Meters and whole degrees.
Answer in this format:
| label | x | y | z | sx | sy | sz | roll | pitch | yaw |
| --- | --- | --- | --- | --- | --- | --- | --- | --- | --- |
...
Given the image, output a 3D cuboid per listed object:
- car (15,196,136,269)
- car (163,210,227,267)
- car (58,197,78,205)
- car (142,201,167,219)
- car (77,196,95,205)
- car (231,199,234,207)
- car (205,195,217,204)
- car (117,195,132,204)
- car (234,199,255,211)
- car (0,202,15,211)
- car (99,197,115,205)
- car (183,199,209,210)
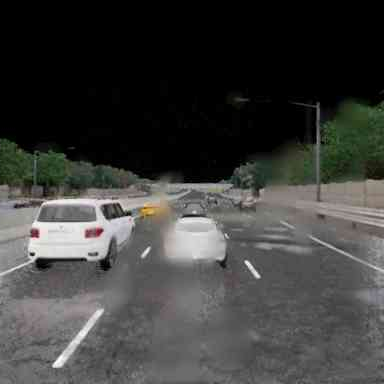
| label | x | y | z | sx | sy | sz | roll | pitch | yaw |
| --- | --- | --- | --- | --- | --- | --- | --- | --- | --- |
| car | -3.381 | 1.240 | 11.309 | 2.150 | 2.045 | 5.566 | 0 | 0 | 0 |
| car | 0.120 | 1.545 | 11.364 | 1.812 | 1.442 | 4.674 | 0 | 0 | 0 |
| car | -24.049 | 1.695 | 64.798 | 2.128 | 1.511 | 4.902 | 0 | 0 | 1 |
| car | -3.295 | 1.532 | 29.793 | 1.882 | 1.535 | 5.008 | 0 | 0 | 0 |
| car | -20.549 | 1.650 | 64.860 | 1.882 | 1.535 | 5.008 | 0 | 0 | 1 |
| car | 7.306 | 1.734 | 52.948 | 1.895 | 1.301 | 4.718 | 0 | 0 | 1 |
| car | 3.977 | 1.718 | 66.393 | 1.812 | 1.442 | 4.674 | 0 | 0 | 1 |
| car | -13.523 | 1.551 | 66.692 | 2.097 | 1.767 | 4.553 | 0 | 0 | 1 |
| car | 7.064 | 1.588 | 43.379 | 2.128 | 1.511 | 4.902 | 0 | 0 | 2 |
| car | -14.019 | 1.521 | 25.305 | 1.882 | 1.535 | 5.008 | 0 | 0 | 0 |
| car | -17.024 | 1.689 | 66.617 | 1.837 | 1.490 | 4.892 | 0 | 0 | 1 |
| car | 0.200 | 1.617 | 28.945 | 1.994 | 1.385 | 4.181 | 0 | 0 | 0 |
